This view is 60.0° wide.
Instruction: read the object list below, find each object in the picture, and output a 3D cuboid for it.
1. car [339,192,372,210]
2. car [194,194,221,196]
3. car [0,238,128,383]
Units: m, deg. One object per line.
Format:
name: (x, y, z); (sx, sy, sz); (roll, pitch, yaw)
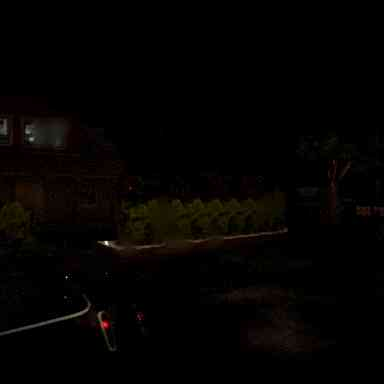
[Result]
car: (17.452, 0.985, 36.235); (3.866, 1.878, 1.905); (0, 0, 0)
car: (1.831, 1.221, 30.197); (2.150, 2.045, 5.566); (0, 0, -35)
car: (-2.907, 1.353, 2.534); (4.553, 1.767, 2.097); (0, 0, -35)
